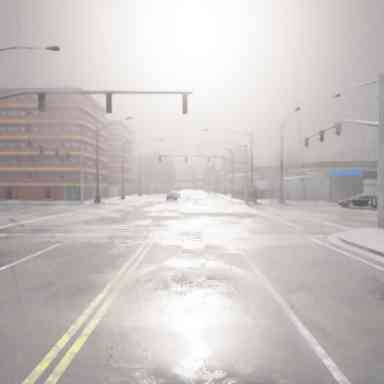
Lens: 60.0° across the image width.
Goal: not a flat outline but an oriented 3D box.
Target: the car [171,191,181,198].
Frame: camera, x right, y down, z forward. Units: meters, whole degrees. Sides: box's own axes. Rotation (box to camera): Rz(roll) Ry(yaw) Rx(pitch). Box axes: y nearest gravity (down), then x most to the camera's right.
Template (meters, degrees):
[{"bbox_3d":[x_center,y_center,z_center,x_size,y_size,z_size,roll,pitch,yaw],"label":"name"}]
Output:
[{"bbox_3d":[-3.553,0.588,75.348,2.128,1.511,4.902,0,1,0],"label":"car"}]

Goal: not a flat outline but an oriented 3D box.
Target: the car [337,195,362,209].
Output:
[{"bbox_3d":[18.566,1.045,36.522,4.892,1.490,1.837,0,1,0],"label":"car"}]

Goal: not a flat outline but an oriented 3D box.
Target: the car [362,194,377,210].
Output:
[{"bbox_3d":[19.898,1.110,33.021,4.674,1.442,1.812,0,1,0],"label":"car"}]

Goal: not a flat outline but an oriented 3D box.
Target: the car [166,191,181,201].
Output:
[{"bbox_3d":[-3.579,0.730,60.121,1.882,1.535,5.008,0,1,1],"label":"car"}]
